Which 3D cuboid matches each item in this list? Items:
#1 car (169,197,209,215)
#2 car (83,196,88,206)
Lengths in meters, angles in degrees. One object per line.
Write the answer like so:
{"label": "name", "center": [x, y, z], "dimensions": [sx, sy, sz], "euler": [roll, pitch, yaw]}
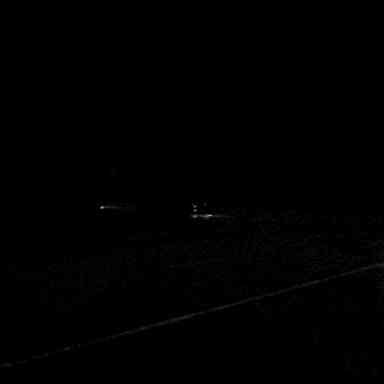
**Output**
{"label": "car", "center": [-0.360, 1.263, 33.298], "dimensions": [2.097, 1.767, 4.553], "euler": [0, 0, -39]}
{"label": "car", "center": [-15.633, 1.409, 52.376], "dimensions": [2.128, 1.511, 4.902], "euler": [0, 0, -39]}
